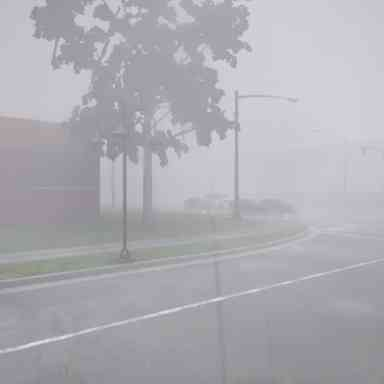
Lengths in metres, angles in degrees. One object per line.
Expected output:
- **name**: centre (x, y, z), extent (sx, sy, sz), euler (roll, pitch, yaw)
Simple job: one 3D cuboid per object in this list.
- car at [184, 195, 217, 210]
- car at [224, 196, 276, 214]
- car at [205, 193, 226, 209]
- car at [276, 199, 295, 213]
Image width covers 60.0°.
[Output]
- **car**: centre (0.747, 1.505, 42.987), extent (1.837, 1.490, 4.892), euler (0, 0, -33)
- **car**: centre (6.016, 1.477, 35.097), extent (1.882, 1.535, 5.008), euler (0, 0, -34)
- **car**: centre (3.615, 1.221, 45.003), extent (2.150, 2.045, 5.566), euler (0, 0, -34)
- **car**: centre (9.086, 1.505, 36.801), extent (1.837, 1.490, 4.892), euler (0, 0, -34)
